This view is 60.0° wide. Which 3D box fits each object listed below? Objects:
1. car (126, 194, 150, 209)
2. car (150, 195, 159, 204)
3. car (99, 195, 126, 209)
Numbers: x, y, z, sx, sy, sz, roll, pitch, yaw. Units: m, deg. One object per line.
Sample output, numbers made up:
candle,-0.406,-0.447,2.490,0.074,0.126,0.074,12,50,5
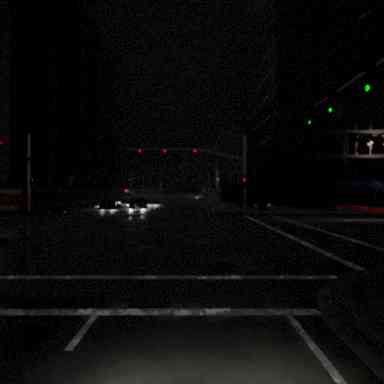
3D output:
car,-7.071,1.382,43.957,1.837,1.490,4.892,0,0,0
car,-7.029,1.323,60.442,2.128,1.511,4.902,0,0,1
car,-10.573,1.425,43.571,2.033,1.411,5.357,0,0,0
